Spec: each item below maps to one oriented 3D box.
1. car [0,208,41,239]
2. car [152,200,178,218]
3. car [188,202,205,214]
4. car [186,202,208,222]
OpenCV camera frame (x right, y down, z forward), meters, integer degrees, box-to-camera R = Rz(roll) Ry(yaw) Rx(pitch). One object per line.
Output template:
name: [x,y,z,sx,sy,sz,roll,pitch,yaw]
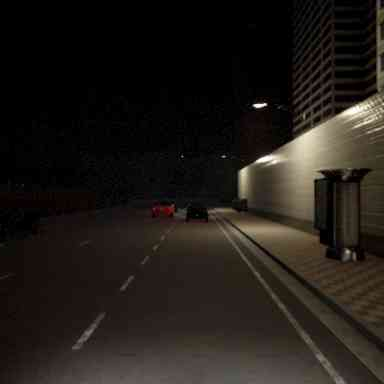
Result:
car: [-10.367,1.677,18.712,2.128,1.511,4.902,0,-1,1]
car: [-2.989,1.715,35.324,2.097,1.767,4.553,0,-1,1]
car: [0.609,1.998,41.815,1.994,1.385,4.181,0,-1,1]
car: [0.466,1.790,30.067,1.882,1.535,5.008,0,0,1]
